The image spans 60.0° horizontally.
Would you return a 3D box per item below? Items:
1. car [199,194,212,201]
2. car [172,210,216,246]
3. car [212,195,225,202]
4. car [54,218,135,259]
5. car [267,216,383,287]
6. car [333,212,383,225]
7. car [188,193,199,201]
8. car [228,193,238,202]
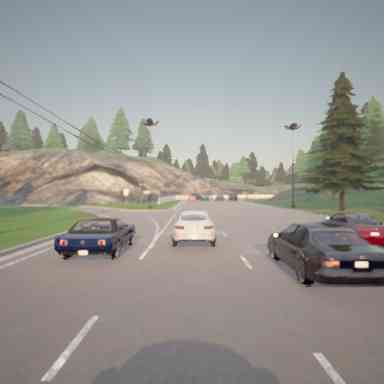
[{"bbox_3d":[3.530,1.733,87.729,2.128,1.511,4.902,0,0,2],"label":"car"},{"bbox_3d":[0.082,1.563,15.367,1.812,1.442,4.674,0,0,0],"label":"car"},{"bbox_3d":[7.013,1.745,86.634,2.033,1.411,5.357,0,0,2],"label":"car"},{"bbox_3d":[-3.421,1.632,12.716,1.895,1.301,4.718,0,0,0],"label":"car"},{"bbox_3d":[3.565,1.571,9.469,2.033,1.411,5.357,0,0,0],"label":"car"},{"bbox_3d":[7.087,1.600,14.882,1.994,1.385,4.181,0,0,0],"label":"car"},{"bbox_3d":[0.030,1.564,87.761,2.097,1.767,4.553,0,0,2],"label":"car"},{"bbox_3d":[10.513,1.705,86.634,1.837,1.490,4.892,0,0,2],"label":"car"}]
